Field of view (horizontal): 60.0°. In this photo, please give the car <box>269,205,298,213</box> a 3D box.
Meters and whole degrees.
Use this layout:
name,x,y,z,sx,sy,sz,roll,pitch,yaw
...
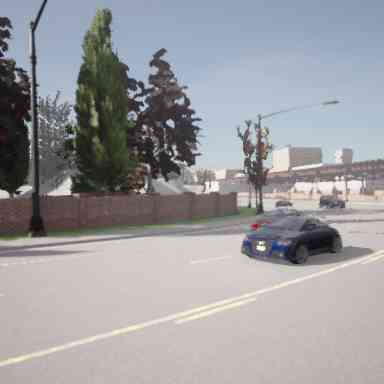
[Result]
name,x,y,z,sx,sy,sz,roll,pitch,yaw
car,4.950,1.614,18.074,1.994,1.385,4.181,0,0,41

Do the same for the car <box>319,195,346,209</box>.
name,x,y,z,sx,sy,sz,roll,pitch,yaw
car,20.441,1.446,48.733,2.150,2.045,5.566,-1,-1,1

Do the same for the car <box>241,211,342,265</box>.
name,x,y,z,sx,sy,sz,roll,pitch,yaw
car,3.636,1.582,11.851,4.181,1.385,1.994,0,0,-43

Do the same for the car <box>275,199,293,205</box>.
name,x,y,z,sx,sy,sz,roll,pitch,yaw
car,16.312,2.001,58.843,1.994,1.385,4.181,-1,-1,-7
